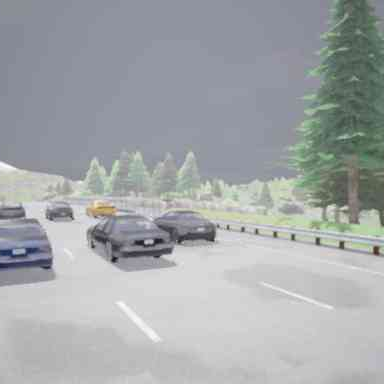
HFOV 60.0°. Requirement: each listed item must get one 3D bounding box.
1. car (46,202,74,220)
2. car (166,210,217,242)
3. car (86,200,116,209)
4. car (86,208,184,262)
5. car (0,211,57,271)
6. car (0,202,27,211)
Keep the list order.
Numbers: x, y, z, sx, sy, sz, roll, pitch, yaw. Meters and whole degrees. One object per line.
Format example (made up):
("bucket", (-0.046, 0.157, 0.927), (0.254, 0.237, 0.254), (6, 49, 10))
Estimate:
("car", (-11.090, 1.543, 27.885), (1.812, 1.442, 4.674), (0, 0, -28))
("car", (-0.559, 1.576, 16.055), (1.994, 1.385, 4.181), (0, 0, -28))
("car", (-8.273, 1.496, 30.029), (1.882, 1.535, 5.008), (0, 0, -28))
("car", (-2.495, 1.556, 12.269), (2.033, 1.411, 5.357), (0, 0, -29))
("car", (-5.580, 1.555, 10.618), (2.033, 1.411, 5.357), (0, 0, -29))
("car", (-13.837, 1.508, 25.607), (2.128, 1.511, 4.902), (0, 0, -28))
